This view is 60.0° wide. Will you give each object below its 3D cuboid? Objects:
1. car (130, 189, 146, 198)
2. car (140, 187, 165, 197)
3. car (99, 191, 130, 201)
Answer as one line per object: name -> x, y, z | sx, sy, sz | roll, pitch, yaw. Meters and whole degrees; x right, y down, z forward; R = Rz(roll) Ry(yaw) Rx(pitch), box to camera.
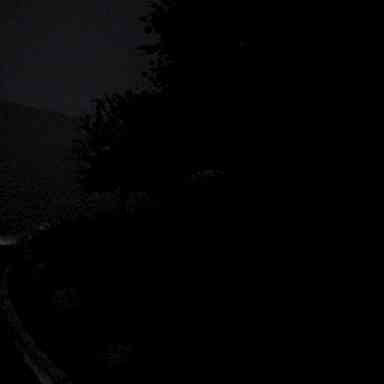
car -> -10.465, 0.234, 60.009 | 1.946, 1.575, 5.366 | -1, 3, 31
car -> -7.641, -0.078, 64.747 | 1.946, 1.575, 5.366 | -1, 3, 31
car -> -13.296, 0.550, 55.277 | 1.946, 1.575, 5.366 | -1, 3, 31
